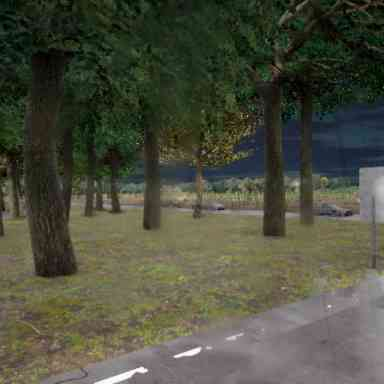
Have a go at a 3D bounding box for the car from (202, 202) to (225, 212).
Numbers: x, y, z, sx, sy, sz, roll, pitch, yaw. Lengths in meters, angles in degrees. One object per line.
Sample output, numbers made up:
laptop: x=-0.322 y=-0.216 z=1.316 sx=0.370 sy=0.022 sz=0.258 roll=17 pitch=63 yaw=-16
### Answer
car: x=3.204 y=2.335 z=51.054 sx=1.994 sy=1.385 sz=4.181 roll=-1 pitch=0 yaw=-35

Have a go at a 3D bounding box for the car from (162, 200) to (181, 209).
car: x=-4.167 y=2.366 z=66.425 sx=2.097 sy=1.767 sz=4.553 roll=-1 pitch=0 yaw=-35

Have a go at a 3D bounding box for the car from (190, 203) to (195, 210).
car: x=1.356 y=2.414 z=58.688 sx=1.994 sy=1.385 sz=4.181 roll=-1 pitch=0 yaw=-34

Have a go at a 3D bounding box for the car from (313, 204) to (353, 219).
car: x=14.577 y=1.980 z=34.888 sx=1.994 sy=1.385 sz=4.181 roll=-1 pitch=0 yaw=-35
